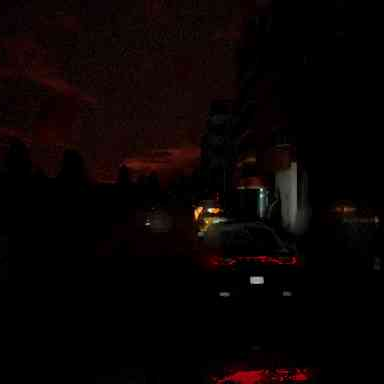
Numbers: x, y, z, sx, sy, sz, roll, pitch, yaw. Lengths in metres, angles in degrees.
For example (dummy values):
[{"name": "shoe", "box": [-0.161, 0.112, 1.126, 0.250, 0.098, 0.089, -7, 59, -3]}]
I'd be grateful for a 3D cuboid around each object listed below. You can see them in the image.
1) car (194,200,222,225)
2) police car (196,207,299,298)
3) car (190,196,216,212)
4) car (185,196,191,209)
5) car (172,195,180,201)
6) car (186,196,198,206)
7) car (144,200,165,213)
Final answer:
[{"name": "car", "box": [1.200, 1.456, 18.751, 1.801, 1.575, 5.366, 0, 0, 0]}, {"name": "police car", "box": [1.188, 1.420, 8.673, 1.930, 1.638, 5.238, 0, 0, 0]}, {"name": "car", "box": [1.147, 1.300, 24.532, 2.097, 1.767, 4.553, -3, 0, 0]}, {"name": "car", "box": [0.025, 1.491, 44.505, 2.128, 1.511, 4.902, 0, 0, 1]}, {"name": "car", "box": [-4.000, 1.547, 83.300, 2.033, 1.411, 5.357, 0, 0, 0]}, {"name": "car", "box": [0.000, 1.505, 56.686, 1.837, 1.490, 4.892, 0, 0, 0]}, {"name": "car", "box": [-4.100, 1.564, 37.038, 1.994, 1.385, 4.181, 0, 0, 0]}]
